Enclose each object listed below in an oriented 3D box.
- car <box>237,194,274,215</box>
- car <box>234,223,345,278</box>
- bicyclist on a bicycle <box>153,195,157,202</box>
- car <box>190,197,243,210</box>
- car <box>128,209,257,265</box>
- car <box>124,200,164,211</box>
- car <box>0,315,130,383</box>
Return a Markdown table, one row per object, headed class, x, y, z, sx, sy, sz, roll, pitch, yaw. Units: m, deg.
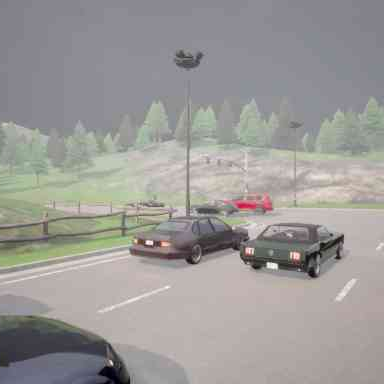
| class | x | y | z | sx | sy | sz | roll | pitch | yaw |
| --- | --- | --- | --- | --- | --- | --- | --- | --- | --- |
| car | 5.368 | 1.223 | 33.206 | 5.566 | 2.045 | 2.150 | 0 | 0 | 21 |
| car | 3.344 | 1.601 | 10.326 | 1.895 | 1.301 | 4.718 | 0 | 0 | 35 |
| bicyclist on a bicycle | -5.785 | 1.302 | 51.925 | 0.582 | 1.620 | 1.656 | 0 | 0 | 14 |
| car | 1.873 | 1.492 | 30.729 | 4.902 | 1.511 | 2.128 | 0 | 0 | 20 |
| car | 0.176 | 1.547 | 11.906 | 2.033 | 1.411 | 5.357 | 0 | 0 | 35 |
| car | -5.869 | 1.600 | 40.562 | 4.718 | 1.301 | 1.895 | 0 | 0 | 15 |
| car | -2.365 | 1.564 | 2.044 | 1.994 | 1.385 | 4.181 | 0 | 0 | 35 |
